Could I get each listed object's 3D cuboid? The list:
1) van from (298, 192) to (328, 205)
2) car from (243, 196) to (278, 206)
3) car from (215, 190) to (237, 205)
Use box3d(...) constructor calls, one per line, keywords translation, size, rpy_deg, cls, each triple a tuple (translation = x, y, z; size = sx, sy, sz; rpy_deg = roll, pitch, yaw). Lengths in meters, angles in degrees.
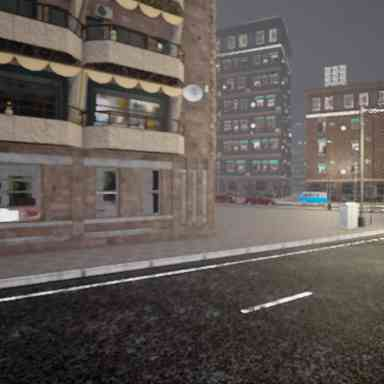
box3d(translation=(17.054, 0.928, 46.747), size=(3.998, 1.788, 1.690), rpy_deg=(1, 0, 23), cls="van")
box3d(translation=(8.489, 1.101, 41.283), size=(4.206, 1.307, 1.802), rpy_deg=(1, 0, 23), cls="car")
box3d(translation=(3.315, 0.712, 43.491), size=(5.009, 1.841, 2.192), rpy_deg=(1, 0, 23), cls="car")
